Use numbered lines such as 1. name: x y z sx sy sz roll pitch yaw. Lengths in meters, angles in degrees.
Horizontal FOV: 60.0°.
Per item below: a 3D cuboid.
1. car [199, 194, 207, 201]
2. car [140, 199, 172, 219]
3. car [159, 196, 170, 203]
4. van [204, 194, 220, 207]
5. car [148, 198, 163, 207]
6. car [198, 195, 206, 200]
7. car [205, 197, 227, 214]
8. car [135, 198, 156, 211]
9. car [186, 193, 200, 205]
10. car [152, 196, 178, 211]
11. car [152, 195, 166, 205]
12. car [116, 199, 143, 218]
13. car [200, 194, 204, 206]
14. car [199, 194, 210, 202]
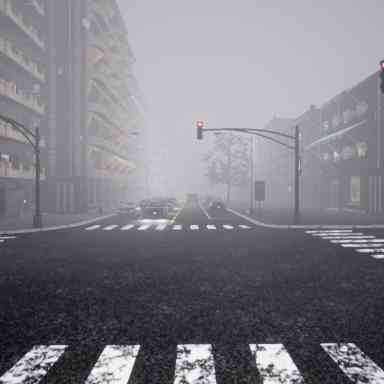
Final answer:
1. car: 2.703 1.398 85.484 1.967 1.590 4.097 0 0 0
2. car: -3.103 1.557 29.319 1.994 1.385 4.181 0 0 -1
3. car: -5.680 1.553 68.893 1.802 1.307 4.206 0 0 0
4. van: 2.694 1.328 41.216 1.690 1.788 3.998 0 0 0
5. car: -5.683 1.563 52.293 1.802 1.307 4.206 0 0 0
6. car: 2.705 1.497 91.018 1.887 1.381 4.507 0 0 0
7. car: 2.695 1.556 35.683 1.947 1.339 4.313 0 0 0
8. car: -5.685 1.532 41.225 1.887 1.381 4.507 0 0 0
9. car: 0.110 1.199 59.026 2.150 2.045 5.566 0 0 0
10. car: -3.092 1.536 38.666 2.033 1.411 5.357 0 0 0
11. car: -5.683 1.418 57.826 1.967 1.590 4.097 0 0 0
12. car: -5.688 1.543 30.158 2.008 1.369 4.403 0 0 0
13. car: 2.697 1.421 52.284 1.967 1.590 4.097 0 0 0
14. car: 2.700 1.282 74.418 2.192 1.841 5.009 0 0 0
